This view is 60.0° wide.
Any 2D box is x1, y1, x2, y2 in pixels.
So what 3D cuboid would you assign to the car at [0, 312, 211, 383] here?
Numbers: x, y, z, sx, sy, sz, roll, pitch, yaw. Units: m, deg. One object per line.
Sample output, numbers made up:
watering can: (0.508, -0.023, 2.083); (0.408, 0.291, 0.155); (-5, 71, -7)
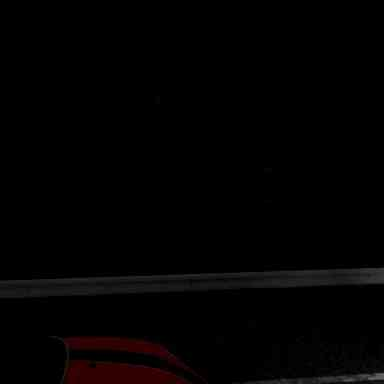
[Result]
car: (-1.874, 1.352, 1.640); (4.553, 1.767, 2.097); (0, 0, -6)
